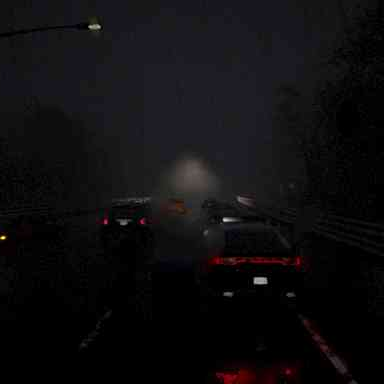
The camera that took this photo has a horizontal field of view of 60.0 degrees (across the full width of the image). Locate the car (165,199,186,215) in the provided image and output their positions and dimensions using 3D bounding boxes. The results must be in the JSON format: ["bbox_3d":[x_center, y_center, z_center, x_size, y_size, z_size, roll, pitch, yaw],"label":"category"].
[{"bbox_3d":[-1.716,1.490,34.871,1.882,1.535,5.008,0,0,4],"label":"car"}]

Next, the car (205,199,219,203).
[{"bbox_3d":[2.063,1.512,24.362,1.837,1.490,4.892,0,0,3],"label":"car"}]

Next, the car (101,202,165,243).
[{"bbox_3d":[-2.781,1.353,16.128,2.097,1.767,4.553,0,0,2],"label":"car"}]

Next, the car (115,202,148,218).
[{"bbox_3d":[-5.497,1.609,30.765,1.895,1.301,4.718,0,0,4],"label":"car"}]

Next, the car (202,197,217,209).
[{"bbox_3d":[2.448,1.587,45.157,1.994,1.385,4.181,0,0,6],"label":"car"}]

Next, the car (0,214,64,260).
[{"bbox_3d":[-6.448,1.525,12.290,1.812,1.442,4.674,0,0,2],"label":"car"}]

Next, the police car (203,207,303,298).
[{"bbox_3d":[1.348,1.425,8.689,1.930,1.638,5.238,0,0,2],"label":"police car"}]

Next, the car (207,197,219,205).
[{"bbox_3d":[3.866,1.591,60.718,2.033,1.411,5.357,0,0,6],"label":"car"}]

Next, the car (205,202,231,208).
[{"bbox_3d":[1.756,1.529,18.446,1.812,1.442,4.674,0,0,3],"label":"car"}]
